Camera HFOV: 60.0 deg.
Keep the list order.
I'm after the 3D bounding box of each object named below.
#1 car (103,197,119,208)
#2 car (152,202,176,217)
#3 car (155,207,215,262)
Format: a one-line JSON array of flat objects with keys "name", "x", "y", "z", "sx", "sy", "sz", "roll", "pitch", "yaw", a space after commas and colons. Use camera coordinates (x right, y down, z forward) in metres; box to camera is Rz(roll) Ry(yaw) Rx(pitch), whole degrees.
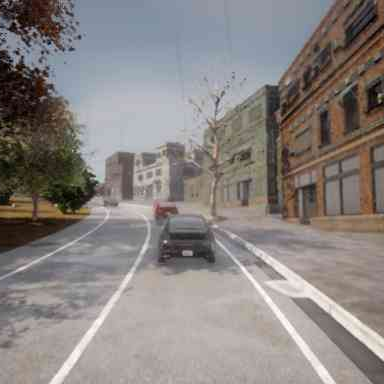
[{"name": "car", "x": -12.031, "y": 1.531, "z": 49.441, "sx": 1.837, "sy": 1.490, "sz": 4.892, "roll": 3, "pitch": -1, "yaw": -22}, {"name": "car", "x": -2.409, "y": 1.577, "z": 29.136, "sx": 1.882, "sy": 1.535, "sz": 5.008, "roll": 2, "pitch": 0, "yaw": -11}, {"name": "car", "x": -0.245, "y": 1.544, "z": 12.263, "sx": 1.837, "sy": 1.490, "sz": 4.892, "roll": 1, "pitch": 0, "yaw": -3}]
